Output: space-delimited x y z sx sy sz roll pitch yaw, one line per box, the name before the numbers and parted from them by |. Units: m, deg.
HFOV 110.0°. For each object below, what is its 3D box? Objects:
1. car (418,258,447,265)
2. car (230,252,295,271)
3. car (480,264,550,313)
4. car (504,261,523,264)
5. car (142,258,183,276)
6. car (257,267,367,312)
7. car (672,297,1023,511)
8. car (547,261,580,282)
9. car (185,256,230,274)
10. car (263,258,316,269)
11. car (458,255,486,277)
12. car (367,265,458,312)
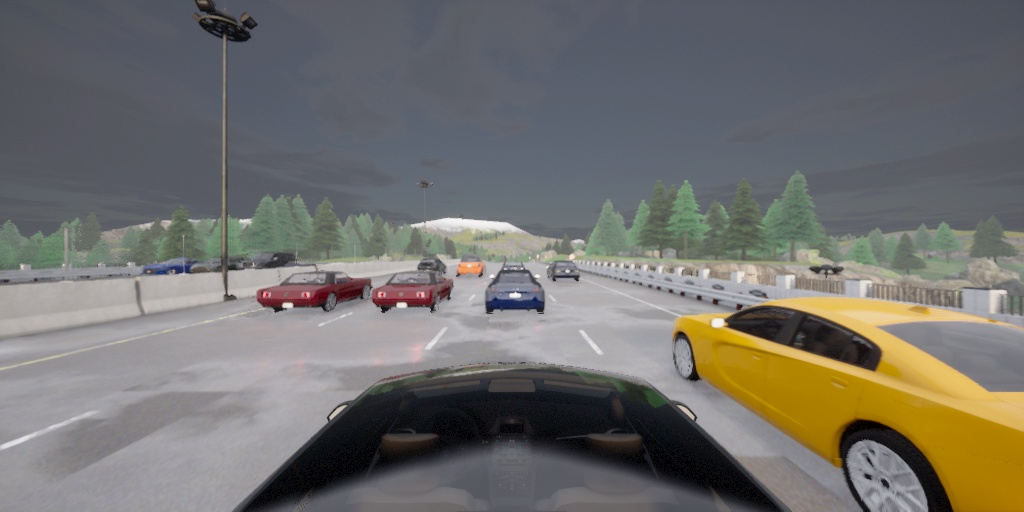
car | -6.902 0.960 31.144 1.837 1.490 4.892 0 0 0
car | -21.098 0.677 31.195 2.150 2.045 5.566 0 0 0
car | 0.100 1.166 13.097 1.994 1.385 4.181 0 1 0
car | 0.098 1.062 29.375 1.895 1.301 4.718 0 0 0
car | -28.096 0.936 30.221 1.882 1.535 5.008 0 0 0
car | -6.900 1.201 13.258 1.895 1.301 4.718 0 1 0
car | 3.600 1.198 3.996 1.882 1.535 5.008 0 1 0
car | 3.599 1.028 25.709 2.033 1.411 5.357 0 0 0
car | -24.597 0.810 30.411 2.097 1.767 4.553 0 0 0
car | -17.600 1.062 29.356 1.895 1.301 4.718 0 0 0
car | -3.403 0.808 30.835 2.097 1.767 4.553 0 0 0
car | -3.400 1.200 13.299 1.895 1.301 4.718 0 1 0
